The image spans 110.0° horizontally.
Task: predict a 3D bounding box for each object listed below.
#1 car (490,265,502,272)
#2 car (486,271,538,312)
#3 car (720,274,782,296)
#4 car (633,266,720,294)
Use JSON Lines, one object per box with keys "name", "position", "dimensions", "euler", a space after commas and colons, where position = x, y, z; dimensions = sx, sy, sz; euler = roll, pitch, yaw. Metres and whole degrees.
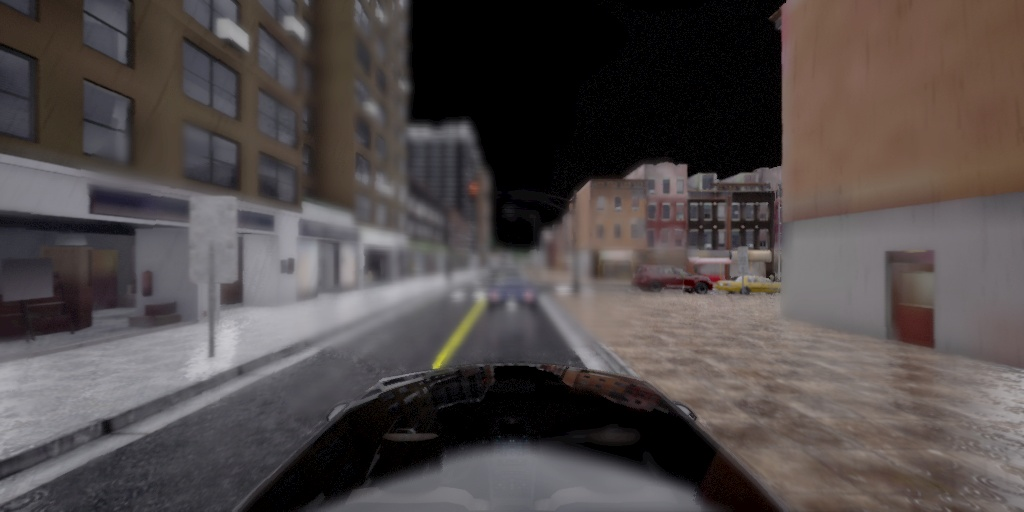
{"name": "car", "position": [-2.835, 2.300, 63.552], "dimensions": [1.837, 1.490, 4.892], "euler": [0, -1, 0]}
{"name": "car", "position": [0.005, 1.498, 15.112], "dimensions": [1.895, 1.301, 4.718], "euler": [0, -1, 0]}
{"name": "car", "position": [16.498, 1.923, 24.305], "dimensions": [4.829, 1.417, 1.751], "euler": [0, 0, 0]}
{"name": "car", "position": [10.783, 1.610, 24.313], "dimensions": [5.009, 1.841, 2.192], "euler": [0, 0, 0]}
